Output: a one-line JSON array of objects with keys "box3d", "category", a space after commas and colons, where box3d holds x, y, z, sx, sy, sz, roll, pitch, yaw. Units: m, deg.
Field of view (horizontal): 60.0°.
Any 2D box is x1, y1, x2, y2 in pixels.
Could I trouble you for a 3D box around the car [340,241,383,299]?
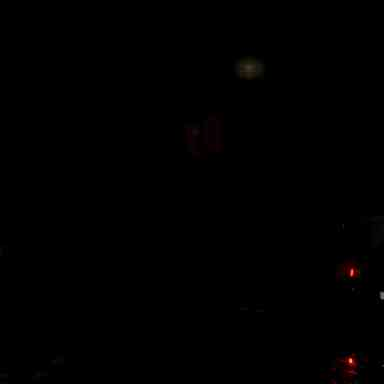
[{"box3d": [5.386, 1.626, 7.313, 4.718, 1.301, 1.895, 0, 0, -35], "category": "car"}]
